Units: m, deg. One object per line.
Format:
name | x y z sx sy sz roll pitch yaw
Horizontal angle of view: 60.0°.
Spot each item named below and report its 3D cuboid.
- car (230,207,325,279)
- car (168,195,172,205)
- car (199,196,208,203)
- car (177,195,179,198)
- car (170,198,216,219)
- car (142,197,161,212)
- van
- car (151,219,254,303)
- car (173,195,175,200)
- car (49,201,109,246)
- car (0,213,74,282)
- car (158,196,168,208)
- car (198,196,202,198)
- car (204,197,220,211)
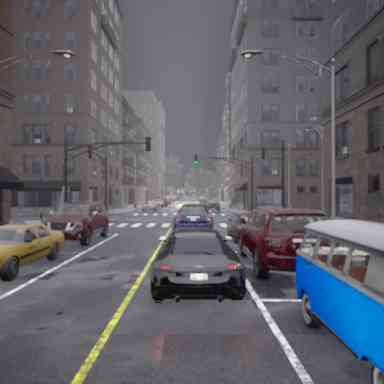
car | 2.651 1.363 10.143 2.192 1.841 5.009 0 0 0
car | -5.336 1.590 59.285 2.192 1.841 5.009 0 0 0
car | 2.739 1.819 81.203 1.967 1.590 4.097 0 0 0
car | -5.292 1.719 86.695 2.192 1.841 5.009 0 0 0
car | 0.082 1.440 19.183 2.097 1.767 4.553 0 0 0
car | -5.363 1.722 42.669 1.752 1.417 4.829 0 0 0
van | 2.643 1.362 4.464 1.690 1.788 3.998 0 0 0
car | 0.102 1.604 8.391 1.994 1.385 4.181 0 0 -1
car | -5.319 1.767 70.249 1.967 1.590 4.097 0 0 0
car | -5.381 1.389 15.833 2.192 1.841 5.009 0 0 0
car | -5.387 1.572 9.983 1.752 1.417 4.829 0 0 0
car | -5.345 1.774 53.632 1.752 1.417 4.829 0 0 0
car | 2.725 1.877 70.238 2.008 1.369 4.403 0 0 0
car | 2.691 1.748 42.829 2.008 1.369 4.403 0 0 0
